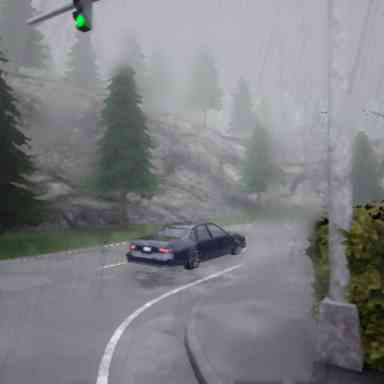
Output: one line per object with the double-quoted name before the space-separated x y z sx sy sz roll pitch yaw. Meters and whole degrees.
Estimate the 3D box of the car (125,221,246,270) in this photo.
"car" 0.065 1.759 11.869 2.033 1.411 5.357 -1 -1 34
